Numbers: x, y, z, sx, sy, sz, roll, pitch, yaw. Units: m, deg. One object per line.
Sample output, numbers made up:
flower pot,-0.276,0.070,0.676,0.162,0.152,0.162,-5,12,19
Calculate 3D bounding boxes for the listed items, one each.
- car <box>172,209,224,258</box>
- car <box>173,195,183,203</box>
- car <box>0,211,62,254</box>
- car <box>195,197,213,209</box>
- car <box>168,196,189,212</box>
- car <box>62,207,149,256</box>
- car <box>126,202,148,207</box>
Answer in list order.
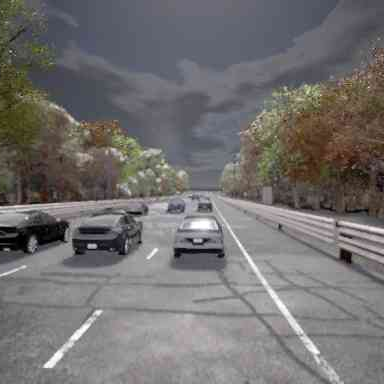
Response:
car,0.310,1.633,13.264,2.033,1.411,5.357,0,0,3
car,-3.488,1.768,83.085,2.097,1.767,4.553,0,0,3
car,-6.682,1.504,13.605,1.882,1.535,5.008,0,0,3
car,1.736,1.748,44.318,1.882,1.535,5.008,0,0,3
car,-1.856,1.581,42.377,2.097,1.767,4.553,0,0,3
car,-3.189,1.562,13.424,1.837,1.490,4.892,0,0,3
car,-5.717,1.719,34.607,1.994,1.385,4.181,0,0,3
